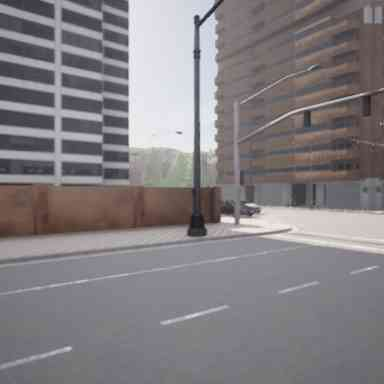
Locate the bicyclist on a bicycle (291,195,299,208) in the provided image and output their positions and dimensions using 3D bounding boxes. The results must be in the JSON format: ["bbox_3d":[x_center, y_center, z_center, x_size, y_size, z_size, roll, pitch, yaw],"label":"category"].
[{"bbox_3d":[13.505,1.251,43.609,1.656,1.620,0.582,0,0,-36],"label":"bicyclist on a bicycle"}]

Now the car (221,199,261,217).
[{"bbox_3d":[3.710,1.476,30.726,1.837,1.490,4.892,0,0,-36],"label":"car"}]
